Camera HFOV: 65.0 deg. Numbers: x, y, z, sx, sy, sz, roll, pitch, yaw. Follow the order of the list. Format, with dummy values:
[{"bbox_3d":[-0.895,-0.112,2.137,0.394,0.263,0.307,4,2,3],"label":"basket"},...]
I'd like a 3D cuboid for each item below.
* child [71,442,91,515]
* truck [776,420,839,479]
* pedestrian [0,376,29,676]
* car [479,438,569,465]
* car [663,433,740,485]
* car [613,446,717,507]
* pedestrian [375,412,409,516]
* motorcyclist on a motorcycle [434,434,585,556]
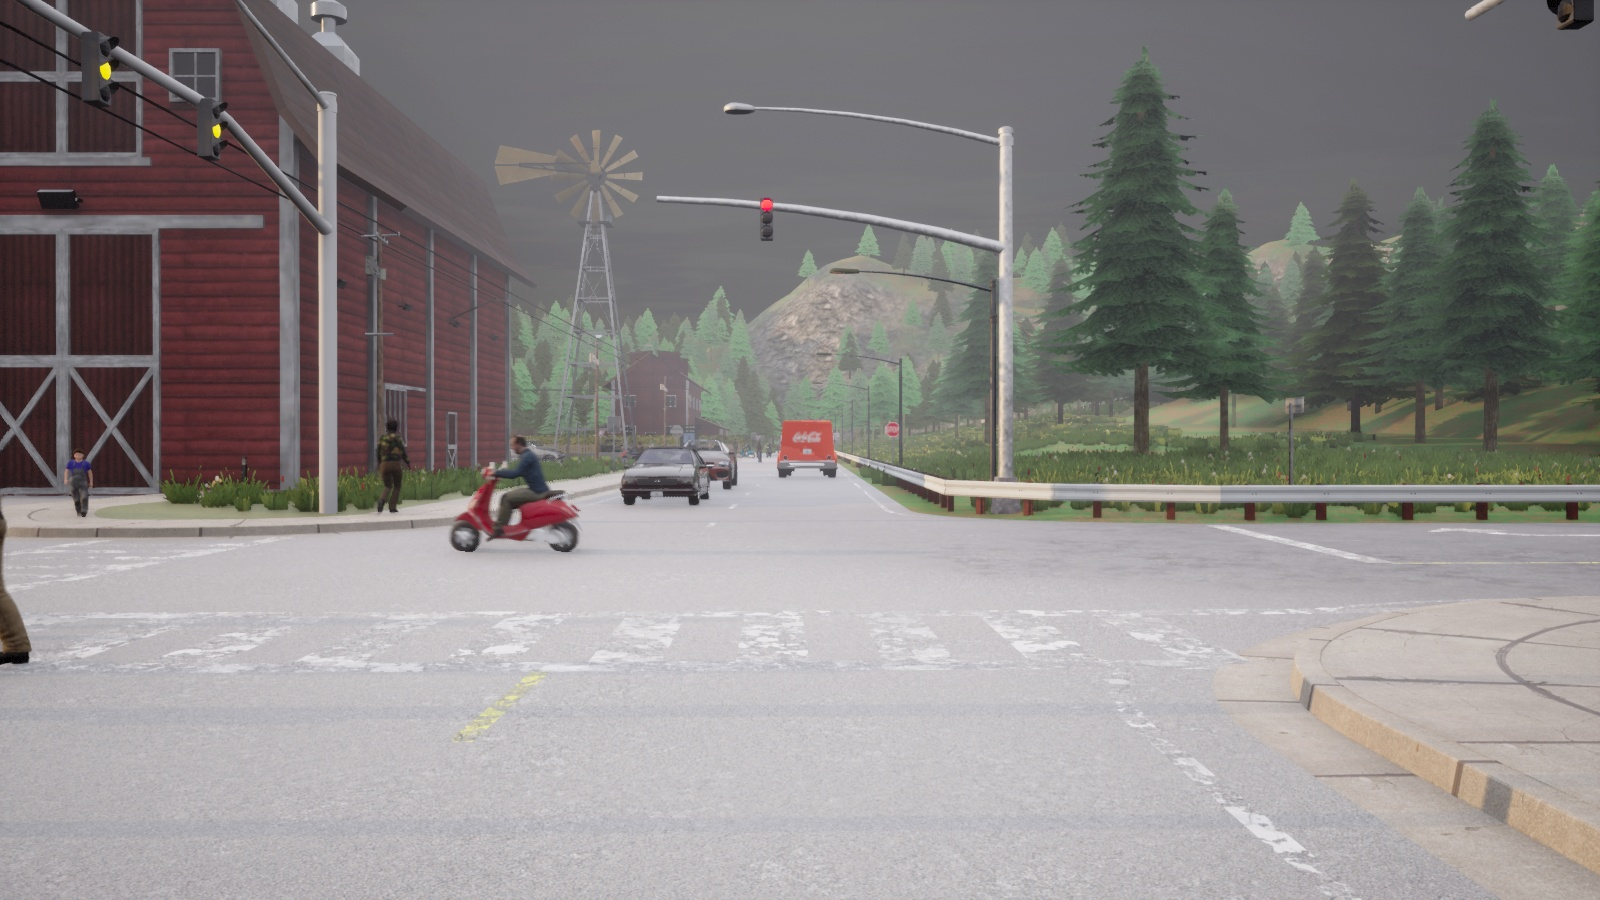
[{"bbox_3d":[-12.587,0.485,21.981,0.270,1.263,0.437,0,0,-26],"label":"child"},{"bbox_3d":[0.321,-0.052,55.216,2.627,2.467,5.204,0,0,0],"label":"truck"},{"bbox_3d":[-5.498,0.487,8.201,0.692,1.930,0.396,0,0,-9],"label":"pedestrian"},{"bbox_3d":[-16.687,0.082,76.086,5.027,1.651,2.152,0,0,-1],"label":"car"},{"bbox_3d":[-3.251,0.283,42.350,2.152,1.651,5.027,0,0,0],"label":"car"},{"bbox_3d":[-3.308,0.611,31.870,2.033,1.411,5.357,0,0,0],"label":"car"},{"bbox_3d":[-7.675,0.252,23.630,0.395,1.930,0.692,0,0,2],"label":"pedestrian"},{"bbox_3d":[-3.871,0.584,16.851,1.817,1.590,0.866,0,0,-1],"label":"motorcyclist on a motorcycle"}]
